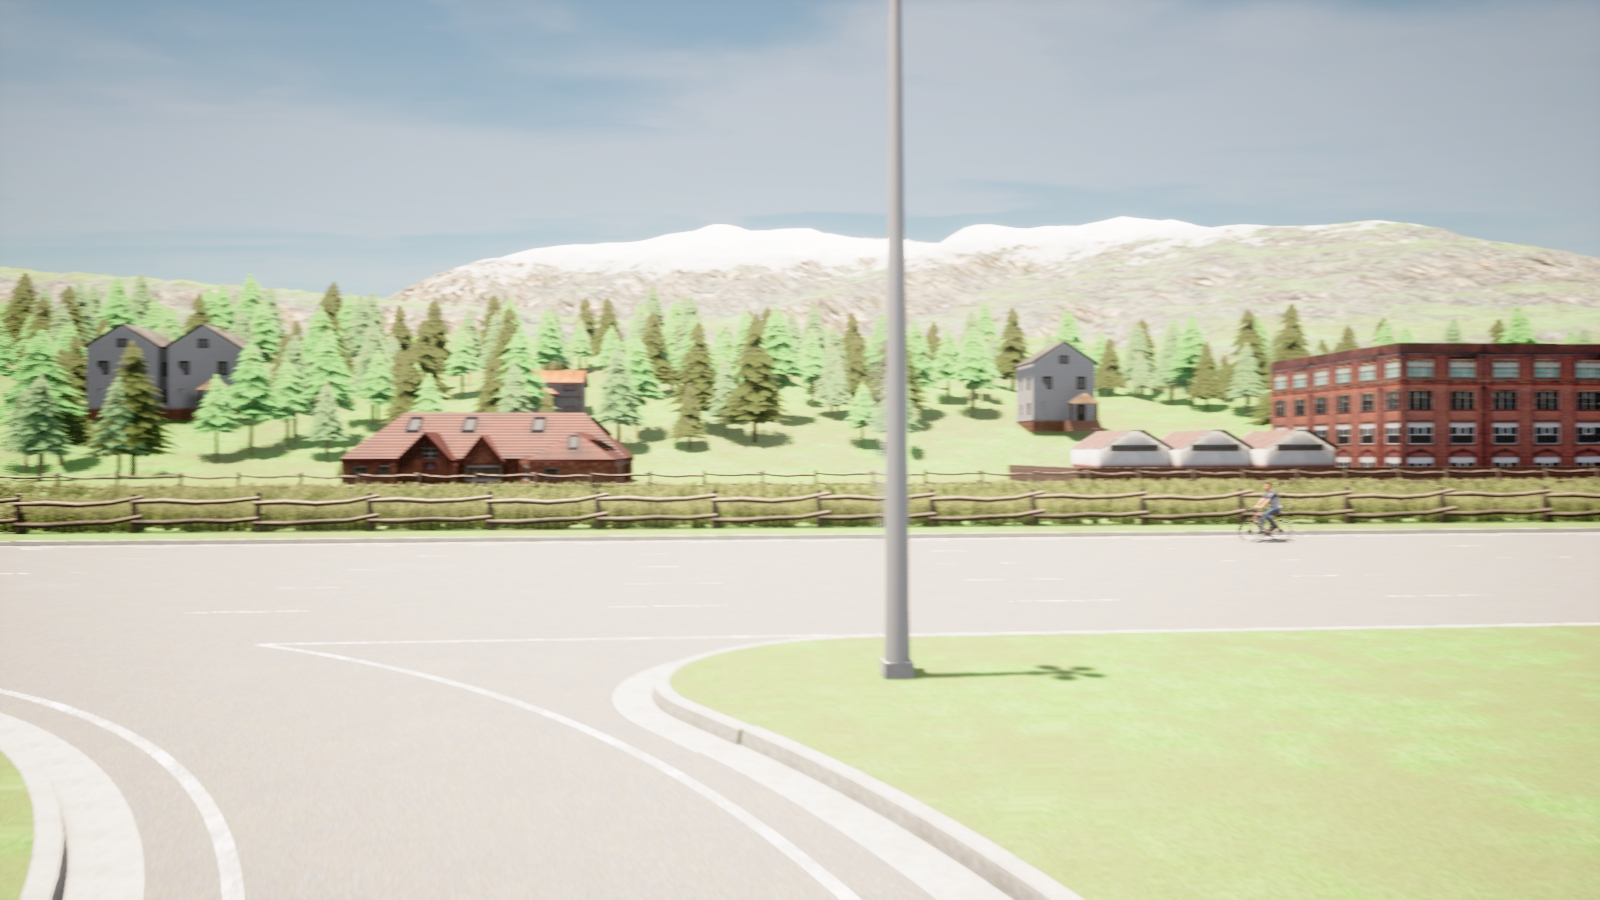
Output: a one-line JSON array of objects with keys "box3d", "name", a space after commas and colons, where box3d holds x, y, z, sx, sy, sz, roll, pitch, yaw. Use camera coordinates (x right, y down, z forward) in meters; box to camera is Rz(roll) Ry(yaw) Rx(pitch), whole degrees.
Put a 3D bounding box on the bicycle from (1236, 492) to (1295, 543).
[{"box3d": [13.942, 2.025, 34.235, 1.643, 1.496, 0.373, -1, 0, -5], "name": "bicycle"}]
